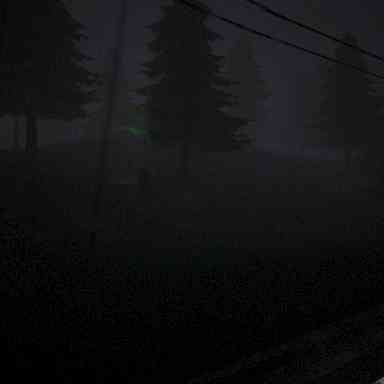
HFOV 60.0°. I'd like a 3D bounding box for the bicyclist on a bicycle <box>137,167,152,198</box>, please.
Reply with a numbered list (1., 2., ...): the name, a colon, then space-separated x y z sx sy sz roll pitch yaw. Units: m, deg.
1. bicyclist on a bicycle: -2.641 -0.563 18.448 0.582 1.620 1.656 -14 27 -33
